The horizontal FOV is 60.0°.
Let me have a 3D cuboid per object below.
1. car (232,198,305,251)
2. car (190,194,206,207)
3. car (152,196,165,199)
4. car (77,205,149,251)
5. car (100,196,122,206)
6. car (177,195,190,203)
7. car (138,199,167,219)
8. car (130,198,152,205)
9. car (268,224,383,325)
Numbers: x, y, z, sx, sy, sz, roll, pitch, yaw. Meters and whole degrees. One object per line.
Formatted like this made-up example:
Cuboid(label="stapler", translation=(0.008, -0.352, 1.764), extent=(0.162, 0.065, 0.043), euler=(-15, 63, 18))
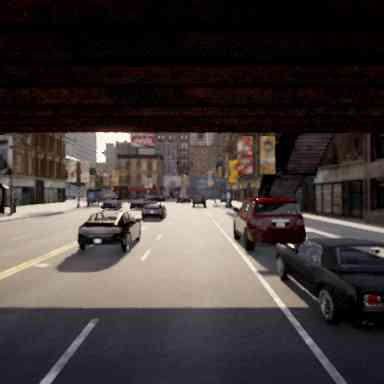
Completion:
Cuboid(label="car", translation=(3.132, 1.275, 14.525), extent=(2.435, 2.045, 5.566), euler=(0, 0, -1))
Cuboid(label="car", translation=(1.171, 1.389, 54.604), extent=(2.150, 2.045, 5.566), euler=(0, 0, 0))
Cuboid(label="car", translation=(-9.082, 1.706, 87.187), extent=(2.033, 1.411, 5.357), euler=(0, 0, -39))
Cuboid(label="car", translation=(-3.349, 1.534, 14.247), extent=(2.128, 1.511, 4.902), euler=(0, 0, 0))
Cuboid(label="car", translation=(-10.606, 1.680, 44.284), extent=(2.033, 1.411, 5.357), euler=(0, 0, 0))
Cuboid(label="car", translation=(-1.919, 1.396, 73.810), extent=(2.097, 1.767, 4.553), euler=(0, 0, -19))
Cuboid(label="car", translation=(-3.384, 1.656, 30.206), extent=(1.994, 1.385, 4.181), euler=(0, 0, 0))
Cuboid(label="car", translation=(-7.108, 1.683, 44.831), extent=(2.033, 1.411, 5.357), euler=(0, 0, 0))
Cuboid(label="car", translation=(3.198, 1.618, 7.128), extent=(1.895, 1.301, 4.718), euler=(0, 0, -1))
